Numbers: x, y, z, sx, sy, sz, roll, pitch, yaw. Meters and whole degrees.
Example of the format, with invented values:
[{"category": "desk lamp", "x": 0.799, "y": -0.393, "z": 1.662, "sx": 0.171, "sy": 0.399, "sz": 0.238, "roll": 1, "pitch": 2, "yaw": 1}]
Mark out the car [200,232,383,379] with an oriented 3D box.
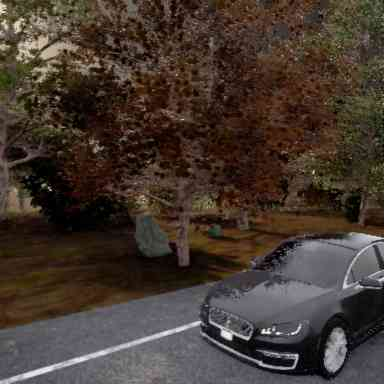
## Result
[{"category": "car", "x": 2.312, "y": 1.506, "z": 5.637, "sx": 4.892, "sy": 1.490, "sz": 1.837, "roll": 0, "pitch": 0, "yaw": -39}]
